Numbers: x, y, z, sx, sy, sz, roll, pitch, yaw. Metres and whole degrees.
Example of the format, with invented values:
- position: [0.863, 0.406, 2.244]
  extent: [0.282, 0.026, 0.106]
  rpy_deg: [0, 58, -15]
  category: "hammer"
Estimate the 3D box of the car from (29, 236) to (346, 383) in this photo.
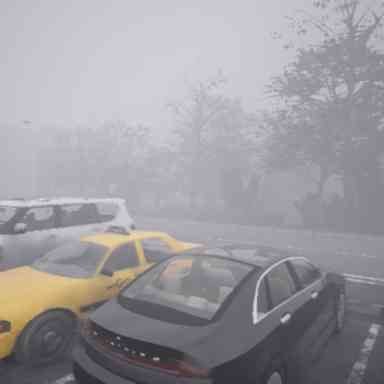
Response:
- position: [0.769, 1.464, 4.587]
  extent: [2.231, 1.521, 4.892]
  rpy_deg: [1, 0, 35]
  category: "car"

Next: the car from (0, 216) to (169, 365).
- position: [-1.597, 1.434, 6.050]
  extent: [1.946, 1.575, 5.366]
  rpy_deg: [1, 0, 35]
  category: "car"

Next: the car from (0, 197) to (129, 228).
- position: [-3.766, 1.160, 7.786]
  extent: [2.435, 2.045, 5.566]
  rpy_deg: [1, 0, 35]
  category: "car"
